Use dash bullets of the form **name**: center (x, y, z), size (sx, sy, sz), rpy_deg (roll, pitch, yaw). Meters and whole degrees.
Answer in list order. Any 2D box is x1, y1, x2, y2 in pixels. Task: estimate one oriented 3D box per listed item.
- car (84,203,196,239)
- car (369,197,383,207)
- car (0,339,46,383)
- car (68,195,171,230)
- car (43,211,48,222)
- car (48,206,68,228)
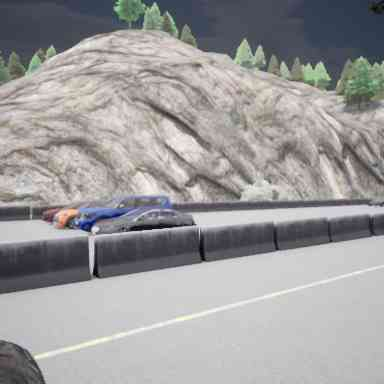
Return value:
- **car**: center (-2.094, 1.482, 15.331), size (4.902, 1.511, 2.128), rpy_deg (0, 0, -35)
- **car**: center (27.981, 1.498, 49.124), size (4.674, 1.442, 1.812), rpy_deg (0, 0, -35)
- **car**: center (-3.232, 1.506, 1.465), size (4.892, 1.490, 1.837), rpy_deg (0, 0, -35)
- **car**: center (-3.599, 1.212, 18.551), size (5.566, 2.045, 2.150), rpy_deg (0, 0, -35)
- **car**: center (-8.039, 1.469, 23.987), size (5.008, 1.535, 1.882), rpy_deg (0, 0, -35)
- **car**: center (-6.247, 1.343, 20.968), size (4.553, 1.767, 2.097), rpy_deg (0, 0, -35)
